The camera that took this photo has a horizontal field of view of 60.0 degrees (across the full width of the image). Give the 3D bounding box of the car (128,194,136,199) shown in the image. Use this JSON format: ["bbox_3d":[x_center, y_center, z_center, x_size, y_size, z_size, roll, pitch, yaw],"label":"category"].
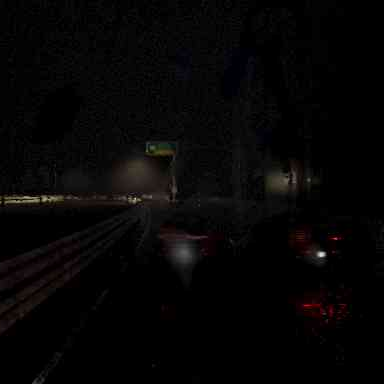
[{"bbox_3d":[-15.826,1.343,87.648,1.837,1.490,4.892,0,0,-15],"label":"car"}]

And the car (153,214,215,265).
[{"bbox_3d":[-0.326,1.499,11.682,2.128,1.511,4.902,0,0,-3],"label":"car"}]

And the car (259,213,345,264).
[{"bbox_3d":[3.650,1.509,11.795,1.837,1.490,4.892,0,0,0],"label":"car"}]
